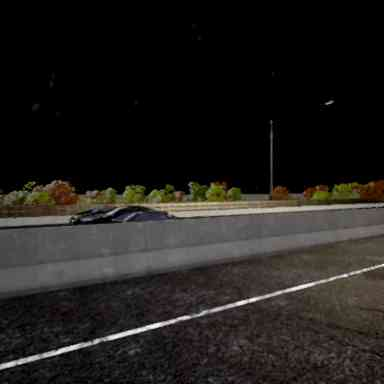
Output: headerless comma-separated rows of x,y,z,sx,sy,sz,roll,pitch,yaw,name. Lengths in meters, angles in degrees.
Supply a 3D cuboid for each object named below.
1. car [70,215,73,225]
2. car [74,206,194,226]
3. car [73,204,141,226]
-5.633,1.563,21.468,4.181,1.385,1.994,0,0,-35,car
-2.279,1.547,15.263,5.357,1.411,2.033,0,0,-35,car
-3.660,1.477,18.577,5.008,1.535,1.882,0,0,-35,car
